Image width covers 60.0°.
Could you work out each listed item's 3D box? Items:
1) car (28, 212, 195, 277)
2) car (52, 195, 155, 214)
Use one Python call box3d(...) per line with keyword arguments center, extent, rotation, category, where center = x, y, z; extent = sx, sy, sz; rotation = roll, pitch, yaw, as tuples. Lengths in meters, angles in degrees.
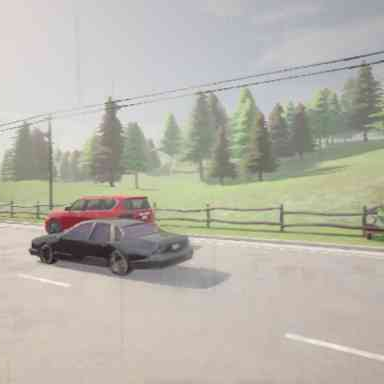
box3d(center=(-2.572, 1.507, 10.029), extent=(5.357, 1.411, 2.033), rotation=(-1, 0, 31), category="car")
box3d(center=(-4.213, 1.169, 15.077), extent=(5.566, 2.045, 2.150), rotation=(-1, 0, 32), category="car")
